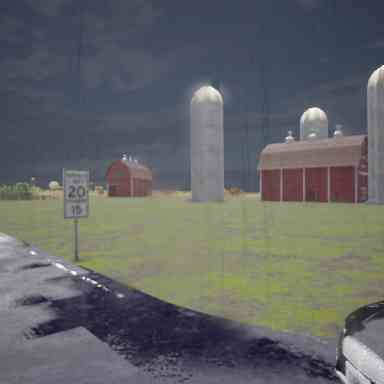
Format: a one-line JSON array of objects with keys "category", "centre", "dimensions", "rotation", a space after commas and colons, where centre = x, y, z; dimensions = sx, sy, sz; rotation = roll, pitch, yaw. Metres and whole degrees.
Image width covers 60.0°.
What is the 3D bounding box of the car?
[{"category": "car", "centre": [3.961, 1.523, 3.288], "dimensions": [4.902, 1.511, 2.128], "rotation": [1, 0, -6]}]
